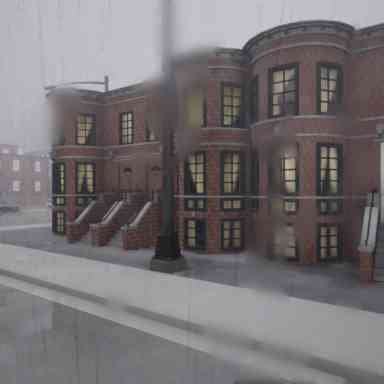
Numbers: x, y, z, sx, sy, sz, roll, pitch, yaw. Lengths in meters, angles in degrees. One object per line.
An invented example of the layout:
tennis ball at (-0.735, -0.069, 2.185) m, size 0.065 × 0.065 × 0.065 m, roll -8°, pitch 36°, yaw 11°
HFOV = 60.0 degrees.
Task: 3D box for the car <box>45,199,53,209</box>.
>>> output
car at (-16.805, 1.220, 44.882) m, size 2.150 × 2.045 × 5.566 m, roll 0°, pitch 0°, yaw 36°

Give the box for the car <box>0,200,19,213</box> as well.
car at (-20.128, 1.564, 34.224) m, size 1.994 × 1.385 × 4.181 m, roll 0°, pitch 0°, yaw 36°
